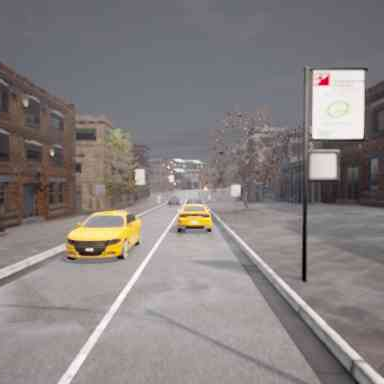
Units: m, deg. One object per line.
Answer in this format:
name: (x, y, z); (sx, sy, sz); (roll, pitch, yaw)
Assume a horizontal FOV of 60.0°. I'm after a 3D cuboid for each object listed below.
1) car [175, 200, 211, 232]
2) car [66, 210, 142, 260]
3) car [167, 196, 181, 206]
car: (0.144, 1.469, 20.227); (1.882, 1.535, 5.008); (0, 0, 0)
car: (-3.086, 1.471, 12.542); (1.882, 1.535, 5.008); (0, 0, 0)
car: (-2.905, 1.482, 54.024); (1.837, 1.490, 4.892); (0, 0, 1)
